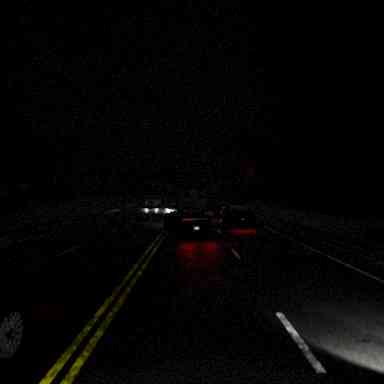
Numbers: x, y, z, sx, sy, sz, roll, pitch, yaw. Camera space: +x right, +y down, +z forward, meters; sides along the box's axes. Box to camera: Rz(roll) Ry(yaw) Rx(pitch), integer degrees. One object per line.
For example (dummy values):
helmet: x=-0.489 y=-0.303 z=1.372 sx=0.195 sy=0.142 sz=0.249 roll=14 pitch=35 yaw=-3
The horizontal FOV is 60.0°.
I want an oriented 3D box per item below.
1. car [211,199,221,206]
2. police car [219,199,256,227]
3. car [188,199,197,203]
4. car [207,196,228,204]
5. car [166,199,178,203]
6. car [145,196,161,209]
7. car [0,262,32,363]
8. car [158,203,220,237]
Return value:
car: x=3.299 y=1.742 z=34.879 sx=1.837 sy=1.490 sz=4.892 roll=0 pitch=-1 yaw=0
police car: x=3.283 y=1.572 z=23.982 sx=1.930 sy=1.638 sz=5.238 roll=0 pitch=0 yaw=0
car: x=0.075 y=2.061 z=63.464 sx=1.812 sy=1.442 sz=4.674 roll=0 pitch=-1 yaw=-1
car: x=3.314 y=1.569 z=45.920 sx=2.150 sy=2.045 sz=5.566 roll=0 pitch=-1 yaw=0
car: x=-3.195 y=1.923 z=53.626 sx=2.128 sy=1.511 sz=4.902 roll=0 pitch=-1 yaw=1
car: x=-6.427 y=1.661 z=55.167 sx=2.150 sy=2.045 sz=5.566 roll=0 pitch=-1 yaw=0
car: x=-3.344 y=1.507 z=3.099 sx=2.128 sy=1.511 sz=4.902 roll=0 pitch=0 yaw=0
car: x=-0.362 y=1.601 z=18.930 sx=2.128 sy=1.511 sz=4.902 roll=0 pitch=0 yaw=-15
